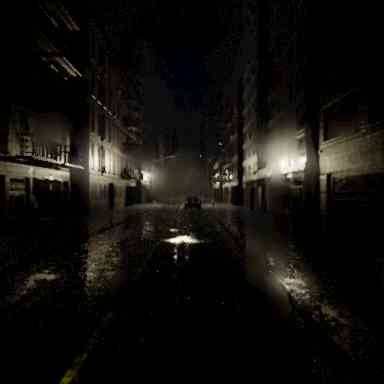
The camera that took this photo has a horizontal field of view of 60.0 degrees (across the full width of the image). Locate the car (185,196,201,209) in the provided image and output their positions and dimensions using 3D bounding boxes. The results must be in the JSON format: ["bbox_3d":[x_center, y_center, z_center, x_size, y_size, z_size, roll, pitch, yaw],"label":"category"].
[{"bbox_3d":[0.107,1.325,45.021,2.097,1.767,4.553,0,0,0],"label":"car"}]
